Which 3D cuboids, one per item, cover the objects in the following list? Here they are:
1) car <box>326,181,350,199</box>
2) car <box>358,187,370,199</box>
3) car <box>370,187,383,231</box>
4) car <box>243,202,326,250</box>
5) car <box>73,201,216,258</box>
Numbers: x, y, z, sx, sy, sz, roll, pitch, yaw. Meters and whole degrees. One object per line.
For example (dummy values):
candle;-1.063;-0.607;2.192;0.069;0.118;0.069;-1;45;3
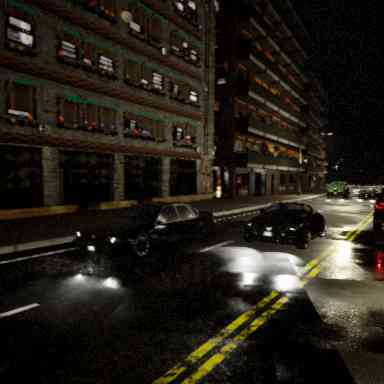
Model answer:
car;18.503;-0.310;41.969;2.150;2.045;5.566;2;3;31
car;21.399;0.129;40.497;2.033;1.411;5.357;2;3;31
car;9.829;0.700;15.457;2.150;2.045;5.566;3;3;33
car;3.491;1.083;12.083;1.994;1.385;4.181;3;3;34
car;-1.168;1.034;10.974;2.033;1.411;5.357;3;3;34
